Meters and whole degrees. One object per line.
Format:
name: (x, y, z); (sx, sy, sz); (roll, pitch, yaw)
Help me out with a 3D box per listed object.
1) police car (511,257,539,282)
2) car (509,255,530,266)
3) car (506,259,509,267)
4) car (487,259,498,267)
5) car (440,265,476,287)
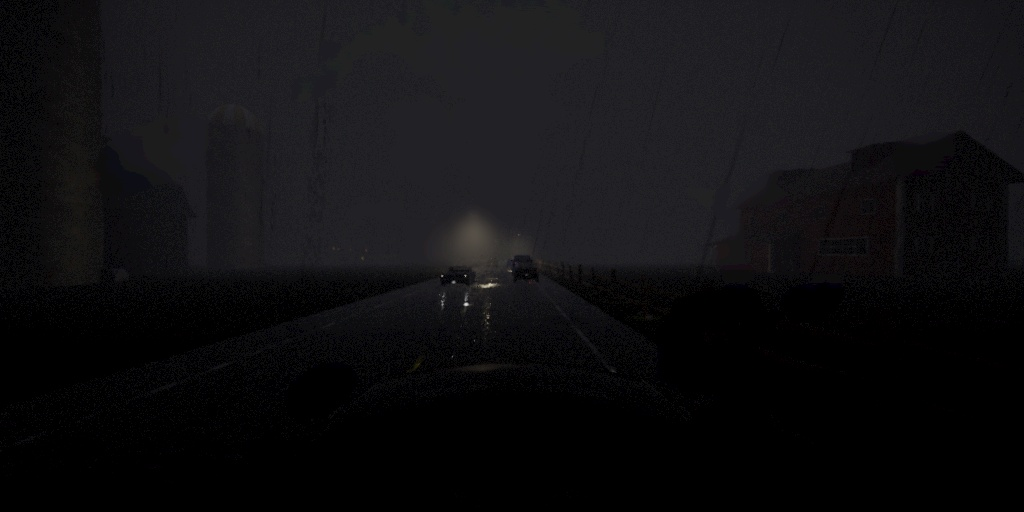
police car: (1.053, 1.137, 28.216); (1.930, 1.638, 5.238); (0, 0, 0)
car: (1.055, 0.930, 38.137); (2.150, 2.045, 5.566); (0, 0, 0)
car: (0.009, 1.187, 64.432); (1.882, 1.535, 5.008); (0, 0, 0)
car: (-3.503, 1.257, 65.143); (2.033, 1.411, 5.357); (0, 0, 0)
car: (-3.595, 1.317, 24.367); (1.895, 1.301, 4.718); (0, 0, 0)
